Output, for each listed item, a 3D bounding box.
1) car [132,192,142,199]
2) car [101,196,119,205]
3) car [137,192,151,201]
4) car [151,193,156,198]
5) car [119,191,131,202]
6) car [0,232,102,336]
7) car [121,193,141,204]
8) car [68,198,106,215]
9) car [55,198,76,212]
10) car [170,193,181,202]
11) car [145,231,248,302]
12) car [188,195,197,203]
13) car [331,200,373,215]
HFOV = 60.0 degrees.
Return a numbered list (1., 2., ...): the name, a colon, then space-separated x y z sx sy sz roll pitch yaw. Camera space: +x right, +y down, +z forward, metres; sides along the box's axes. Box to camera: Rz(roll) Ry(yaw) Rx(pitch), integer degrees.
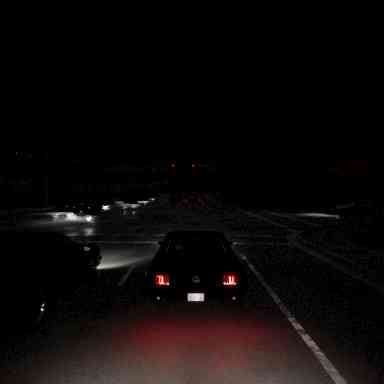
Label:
1. car: -13.987 0.872 85.086 1.882 1.535 5.008 0 1 0
2. car: -14.080 1.370 54.554 2.128 1.511 4.902 0 1 0
3. car: -10.489 1.216 71.075 1.994 1.385 4.181 0 1 0
4. car: -10.487 0.913 86.076 2.033 1.411 5.357 0 1 0
5. car: -13.989 0.907 69.866 2.150 2.045 5.566 0 1 0
6. car: -3.419 1.547 6.812 2.033 1.411 5.357 0 0 0
7. car: -10.574 1.340 57.916 1.837 1.490 4.892 0 1 0
8. car: -10.596 1.589 34.032 1.895 1.301 4.718 0 0 0
9. car: -14.095 1.489 38.385 1.837 1.490 4.892 0 0 0
10. car: -3.390 1.061 68.075 2.097 1.767 4.553 0 1 0
11. car: 0.084 1.601 8.193 1.895 1.301 4.718 0 0 0
12. car: 0.110 1.249 64.723 2.128 1.511 4.902 0 1 0
13. car: 16.161 1.526 32.830 4.674 1.442 1.812 0 0 -2
